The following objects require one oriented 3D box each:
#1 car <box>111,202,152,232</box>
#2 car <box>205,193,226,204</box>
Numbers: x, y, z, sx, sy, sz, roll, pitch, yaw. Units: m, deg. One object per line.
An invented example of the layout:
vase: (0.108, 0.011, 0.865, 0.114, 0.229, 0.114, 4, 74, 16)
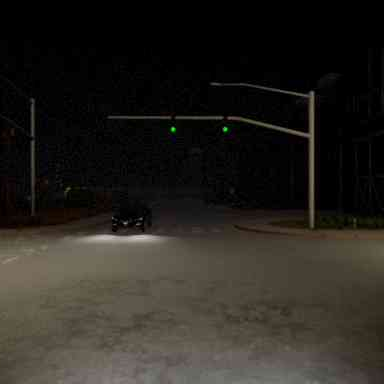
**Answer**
car: (-3.476, 1.391, 19.814, 1.837, 1.490, 4.892, 0, 0, 0)
car: (4.234, 1.109, 59.927, 1.905, 1.878, 3.866, -8, 3, -42)
